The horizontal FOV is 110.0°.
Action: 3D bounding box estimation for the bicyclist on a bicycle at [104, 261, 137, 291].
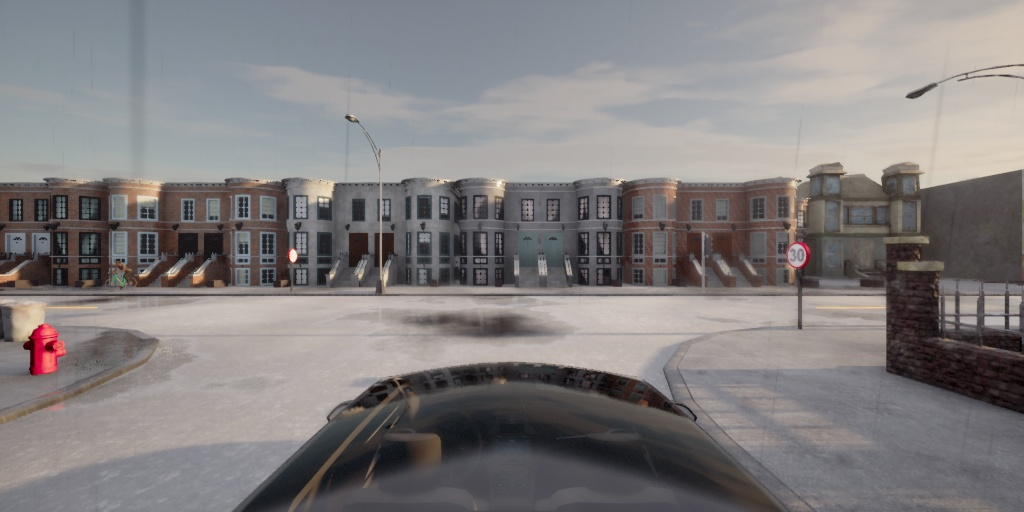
[{"bbox_3d":[-21.801,1.099,20.000,0.582,1.620,1.656,0,0,0],"label":"bicyclist on a bicycle"}]
